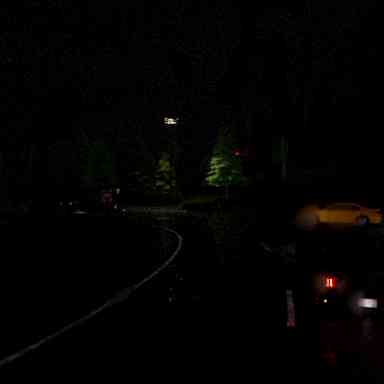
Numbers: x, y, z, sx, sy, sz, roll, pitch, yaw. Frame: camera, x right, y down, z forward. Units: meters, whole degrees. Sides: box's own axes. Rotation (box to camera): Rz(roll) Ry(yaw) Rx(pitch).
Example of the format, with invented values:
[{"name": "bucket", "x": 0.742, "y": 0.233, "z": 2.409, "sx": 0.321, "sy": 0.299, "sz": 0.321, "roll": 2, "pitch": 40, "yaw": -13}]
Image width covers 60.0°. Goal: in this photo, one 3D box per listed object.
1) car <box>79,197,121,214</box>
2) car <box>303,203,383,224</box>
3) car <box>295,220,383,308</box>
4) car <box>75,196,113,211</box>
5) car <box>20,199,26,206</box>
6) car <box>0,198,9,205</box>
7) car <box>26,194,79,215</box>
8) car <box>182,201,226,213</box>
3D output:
[{"name": "car", "x": -9.585, "y": 1.566, "z": 35.365, "sx": 4.181, "sy": 1.385, "sz": 1.994, "roll": 0, "pitch": 0, "yaw": 32}, {"name": "car", "x": 10.204, "y": 1.478, "z": 22.840, "sx": 5.008, "sy": 1.535, "sz": 1.882, "roll": 0, "pitch": 0, "yaw": 32}, {"name": "car", "x": 3.512, "y": 1.601, "z": 7.819, "sx": 1.895, "sy": 1.301, "sz": 4.718, "roll": 0, "pitch": 0, "yaw": 13}, {"name": "car", "x": -12.121, "y": 1.353, "z": 41.112, "sx": 4.553, "sy": 1.767, "sz": 2.097, "roll": 0, "pitch": 0, "yaw": 32}, {"name": "car", "x": -26.125, "y": 1.565, "z": 54.116, "sx": 4.181, "sy": 1.385, "sz": 1.994, "roll": 0, "pitch": 0, "yaw": 32}, {"name": "car", "x": -31.177, "y": 1.565, "z": 53.171, "sx": 4.181, "sy": 1.385, "sz": 1.994, "roll": 0, "pitch": 0, "yaw": 32}, {"name": "car", "x": -14.172, "y": 1.222, "z": 34.126, "sx": 5.566, "sy": 2.045, "sz": 2.150, "roll": 0, "pitch": 0, "yaw": 32}, {"name": "car", "x": 1.288, "y": 1.602, "z": 36.767, "sx": 4.718, "sy": 1.301, "sz": 1.895, "roll": 0, "pitch": 0, "yaw": 32}]
